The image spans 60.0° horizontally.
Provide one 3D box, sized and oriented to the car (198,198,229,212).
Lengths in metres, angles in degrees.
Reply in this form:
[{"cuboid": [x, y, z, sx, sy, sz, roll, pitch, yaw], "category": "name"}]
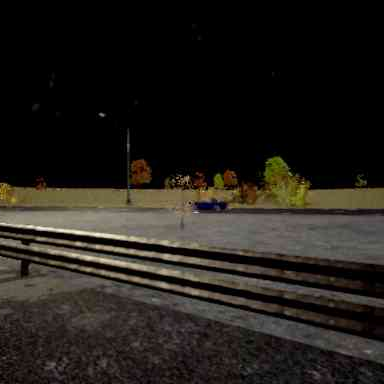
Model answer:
[{"cuboid": [1.214, 1.280, 32.992, 4.718, 1.301, 1.895, 0, 0, 13], "category": "car"}]
